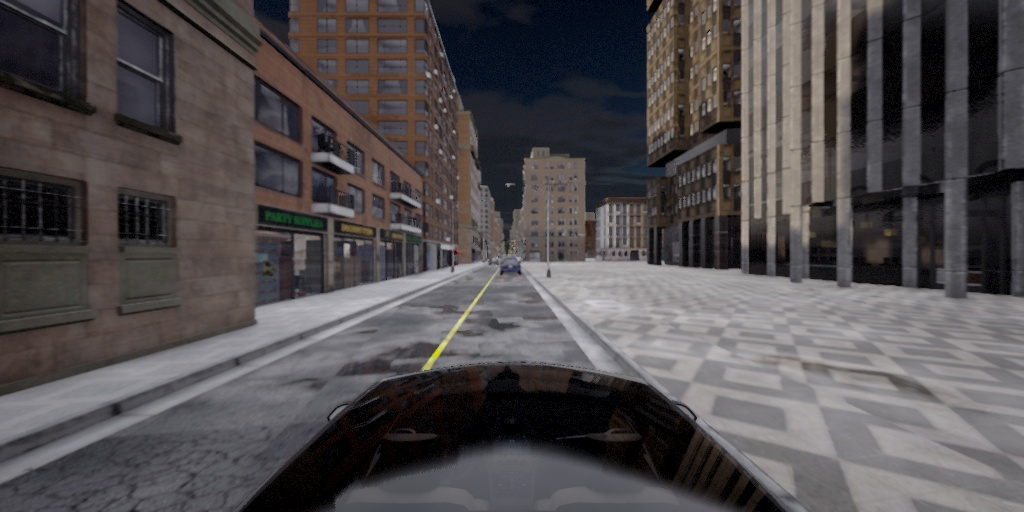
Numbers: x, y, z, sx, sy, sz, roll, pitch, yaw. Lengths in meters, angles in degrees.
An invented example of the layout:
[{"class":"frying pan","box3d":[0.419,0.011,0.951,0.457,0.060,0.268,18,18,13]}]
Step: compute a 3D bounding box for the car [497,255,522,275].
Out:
[{"class":"car","box3d":[-0.127,0.984,36.484,2.097,1.767,4.553,0,0,0]}]
